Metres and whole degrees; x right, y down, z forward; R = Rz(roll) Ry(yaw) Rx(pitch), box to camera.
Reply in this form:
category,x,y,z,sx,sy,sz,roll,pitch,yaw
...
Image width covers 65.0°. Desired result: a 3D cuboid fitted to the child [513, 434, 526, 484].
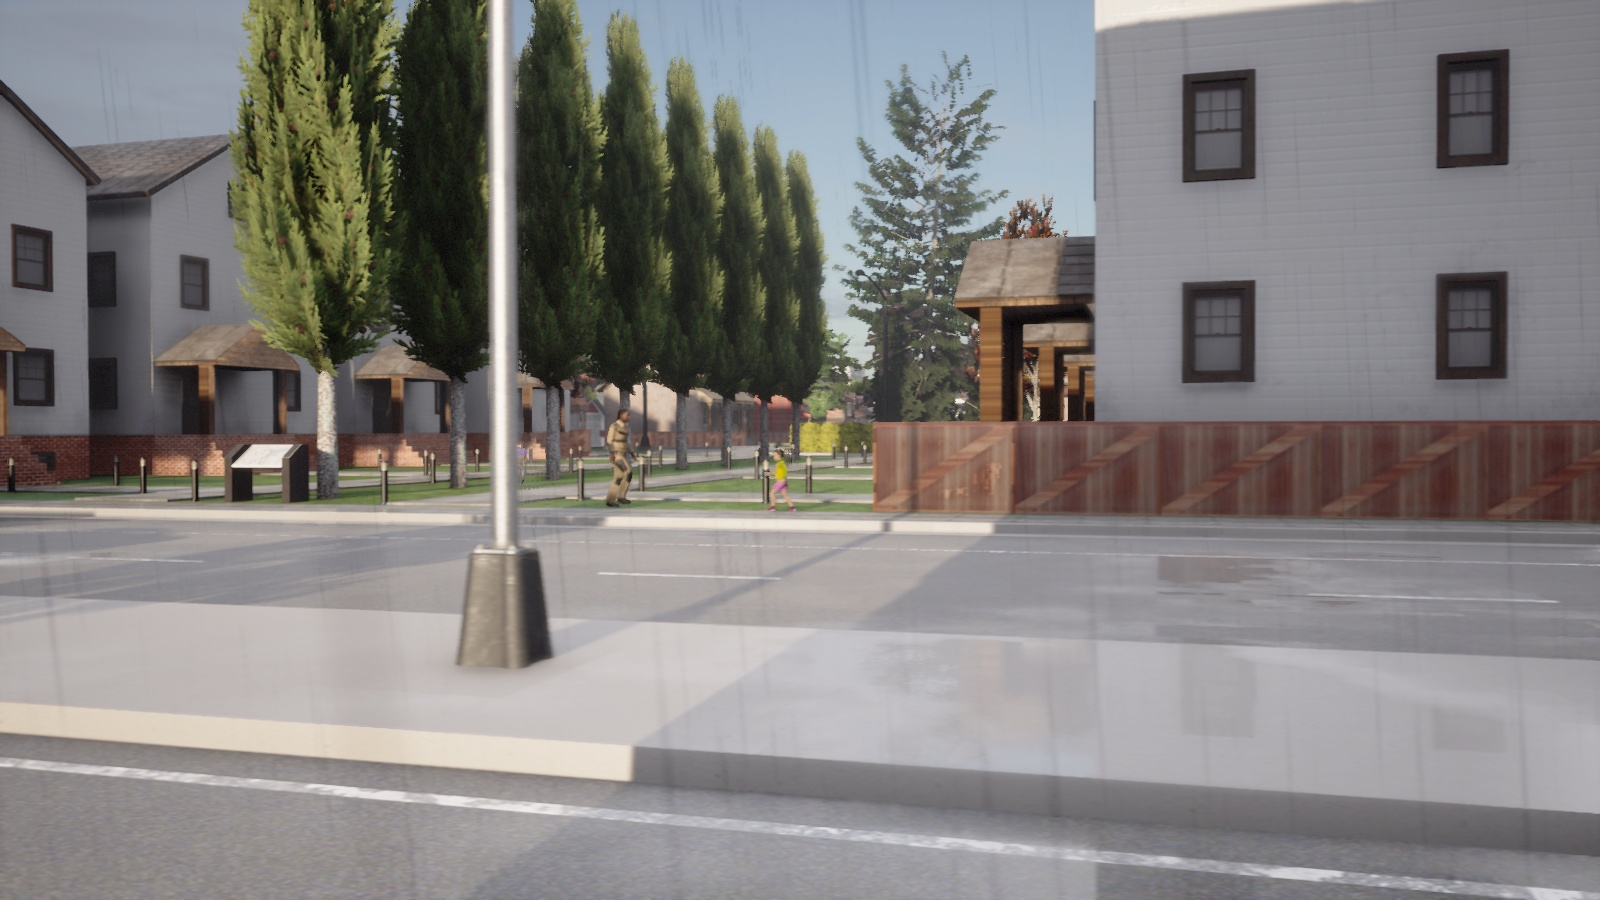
category,x,y,z,sx,sy,sz,roll,pitch,yaw
child,-7.132,0.222,31.939,0.270,1.263,0.437,0,1,-20

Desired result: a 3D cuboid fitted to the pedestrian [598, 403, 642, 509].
category,x,y,z,sx,sy,sz,roll,pitch,yaw
pedestrian,-3.321,0.110,23.138,0.692,1.930,0.396,1,1,20

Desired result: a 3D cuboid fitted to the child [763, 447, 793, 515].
category,x,y,z,sx,sy,sz,roll,pitch,yaw
child,-0.376,0.525,21.600,0.473,1.160,0.299,0,1,12
